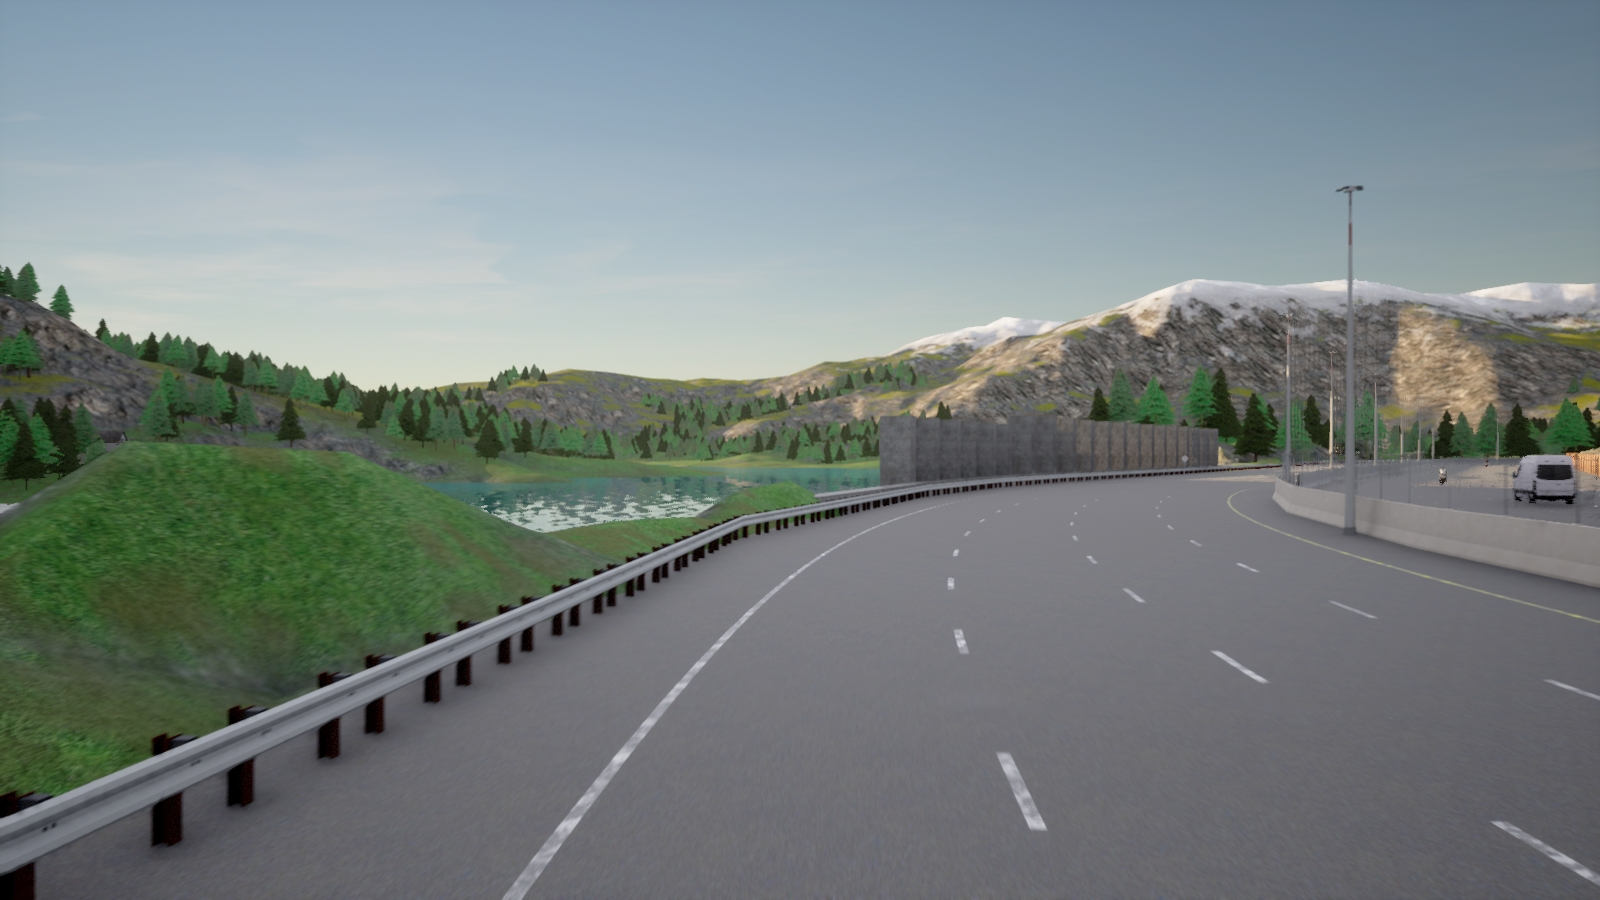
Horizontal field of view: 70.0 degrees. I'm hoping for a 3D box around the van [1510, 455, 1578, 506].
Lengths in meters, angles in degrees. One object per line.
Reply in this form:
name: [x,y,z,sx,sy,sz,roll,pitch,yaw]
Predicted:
van: [40.243,1.592,61.926,1.988,2.561,5.915,0,0,22]
